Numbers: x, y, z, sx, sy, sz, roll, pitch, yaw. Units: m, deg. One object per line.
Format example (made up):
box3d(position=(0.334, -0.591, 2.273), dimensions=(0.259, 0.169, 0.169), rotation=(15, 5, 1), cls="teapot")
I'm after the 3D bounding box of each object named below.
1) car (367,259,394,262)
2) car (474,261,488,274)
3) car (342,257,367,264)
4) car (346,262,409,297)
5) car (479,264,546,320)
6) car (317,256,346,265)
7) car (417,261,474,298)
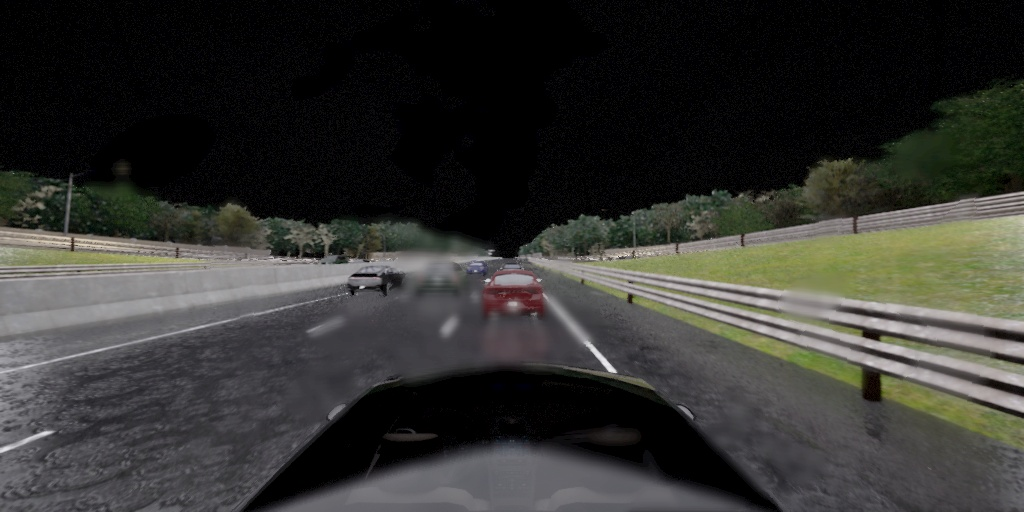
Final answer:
box3d(position=(-17.686, 1.218, 49.725), dimensions=(2.128, 1.511, 4.902), rotation=(0, 0, 0), cls="car")
box3d(position=(-3.478, 1.261, 36.739), dimensions=(1.812, 1.442, 4.674), rotation=(0, 0, 0), cls="car")
box3d(position=(-21.184, 1.233, 49.714), dimensions=(1.837, 1.490, 4.892), rotation=(0, 0, 0), cls="car")
box3d(position=(-6.937, 1.241, 19.035), dimensions=(2.128, 1.511, 4.902), rotation=(0, 0, 0), cls="car")
box3d(position=(0.076, 1.226, 12.579), dimensions=(1.882, 1.535, 5.008), rotation=(0, 0, 0), cls="car")
box3d(position=(-24.680, 0.952, 49.629), dimensions=(2.150, 2.045, 5.566), rotation=(0, 0, 0), cls="car")
box3d(position=(-3.438, 1.100, 18.742), dimensions=(2.097, 1.767, 4.553), rotation=(0, 0, 0), cls="car")
